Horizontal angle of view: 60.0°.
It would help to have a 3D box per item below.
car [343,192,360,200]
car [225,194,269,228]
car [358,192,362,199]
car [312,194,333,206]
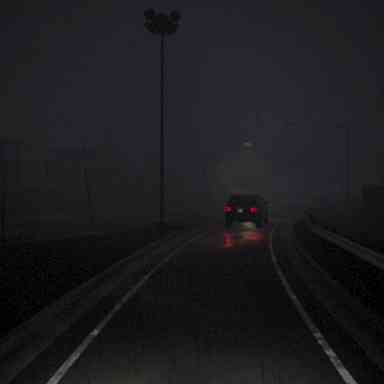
[{"bbox_3d":[41.391,1.188,85.994,2.097,1.767,4.553,0,0,38],"label":"car"},{"bbox_3d":[3.692,1.170,21.873,2.150,2.045,5.566,0,0,19],"label":"car"},{"bbox_3d":[43.922,1.383,83.546,2.033,1.411,5.357,0,0,38],"label":"car"},{"bbox_3d":[20.621,1.416,53.130,1.812,1.442,4.674,0,0,36],"label":"car"}]
